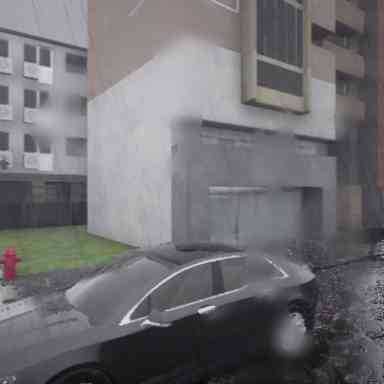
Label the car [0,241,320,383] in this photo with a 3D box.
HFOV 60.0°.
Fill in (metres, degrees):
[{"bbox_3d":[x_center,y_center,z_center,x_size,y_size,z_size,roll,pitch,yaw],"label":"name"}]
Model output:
[{"bbox_3d":[-0.296,1.499,4.394,4.892,1.490,1.837,0,0,-35],"label":"car"}]
